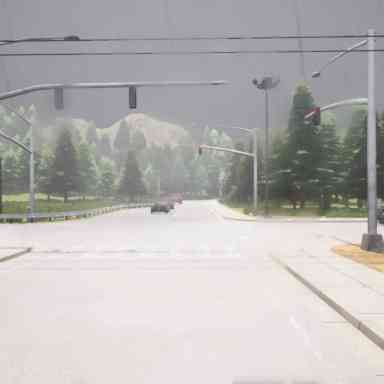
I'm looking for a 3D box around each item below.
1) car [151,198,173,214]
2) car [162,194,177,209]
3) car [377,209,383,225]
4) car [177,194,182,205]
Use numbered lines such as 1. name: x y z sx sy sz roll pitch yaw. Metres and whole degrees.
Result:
1. car: -3.548 1.718 37.646 1.895 1.301 4.718 0 0 0
2. car: -3.524 1.490 45.254 2.097 1.767 4.553 0 0 0
3. car: 14.611 1.362 22.105 4.553 1.767 2.097 0 0 1
4. car: -3.186 1.409 64.742 2.150 2.045 5.566 0 -1 2
